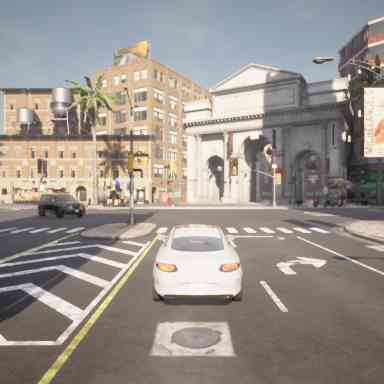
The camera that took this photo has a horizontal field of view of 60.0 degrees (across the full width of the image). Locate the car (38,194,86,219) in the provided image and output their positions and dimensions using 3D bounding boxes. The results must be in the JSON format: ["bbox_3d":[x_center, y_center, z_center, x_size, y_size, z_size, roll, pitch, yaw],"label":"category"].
[{"bbox_3d":[-11.568,1.221,29.404,5.566,2.045,2.150,0,-1,42],"label":"car"}]

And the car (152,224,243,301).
[{"bbox_3d":[0.109,1.526,8.211,1.812,1.442,4.674,0,0,0],"label":"car"}]
